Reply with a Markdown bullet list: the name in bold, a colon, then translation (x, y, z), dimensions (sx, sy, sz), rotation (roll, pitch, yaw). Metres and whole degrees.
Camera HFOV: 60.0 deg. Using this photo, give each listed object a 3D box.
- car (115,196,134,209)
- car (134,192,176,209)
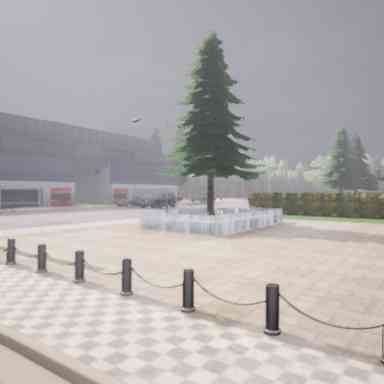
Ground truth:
- **car**: translation (-7.748, 1.326, 43.260), dimensions (1.837, 1.490, 4.892), rotation (0, 0, 36)
- **car**: translation (-4.290, 1.064, 42.077), dimensions (2.150, 2.045, 5.566), rotation (0, 0, 36)
